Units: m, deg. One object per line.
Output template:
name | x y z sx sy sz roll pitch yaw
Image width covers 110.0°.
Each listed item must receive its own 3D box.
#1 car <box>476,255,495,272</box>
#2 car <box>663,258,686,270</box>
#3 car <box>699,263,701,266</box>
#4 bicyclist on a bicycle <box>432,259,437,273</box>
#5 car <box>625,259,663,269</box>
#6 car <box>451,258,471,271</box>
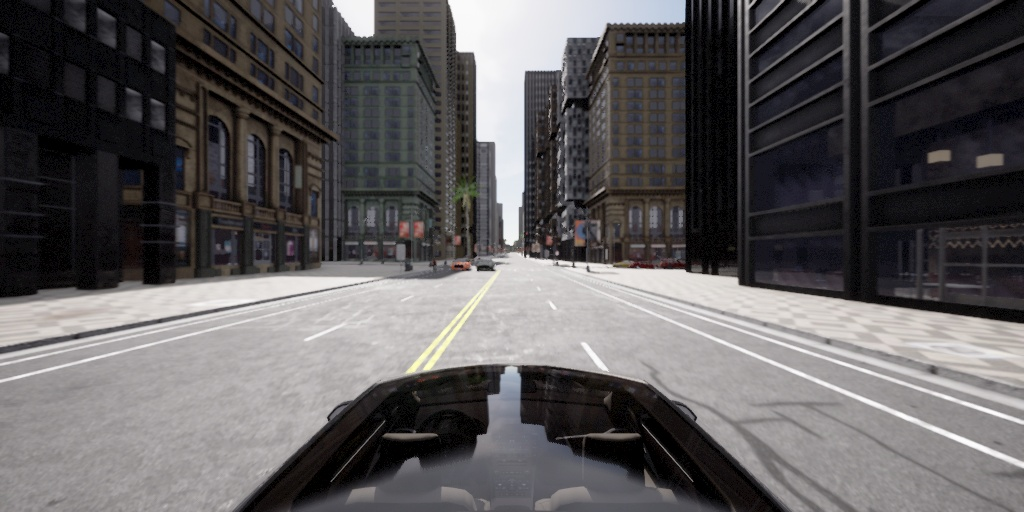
car | -3.316 1.022 45.483 2.097 1.767 4.553 0 0 1
car | 25.779 1.318 56.234 5.009 1.841 2.192 0 0 0
car | 30.866 1.654 56.221 4.207 1.307 1.802 0 0 0
bicyclist on a bicycle | -8.880 1.134 40.951 0.582 1.620 1.656 0 0 -1
car | 20.692 1.478 56.249 4.507 1.381 1.888 0 0 0
car | -6.556 1.019 46.599 2.097 1.767 4.553 0 0 0
